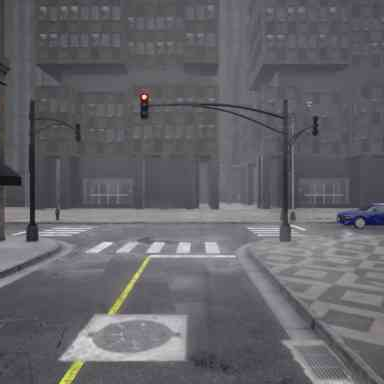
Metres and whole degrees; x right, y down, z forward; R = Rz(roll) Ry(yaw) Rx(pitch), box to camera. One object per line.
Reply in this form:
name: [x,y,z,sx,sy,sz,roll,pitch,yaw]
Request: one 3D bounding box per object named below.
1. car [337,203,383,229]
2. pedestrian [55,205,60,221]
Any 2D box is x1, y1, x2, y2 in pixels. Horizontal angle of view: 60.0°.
car: [11.803,1.459,21.055,5.008,1.535,1.882,0,0,1]
pedestrian: [-9.827,1.532,24.340,0.500,1.100,0.500,0,0,1]
